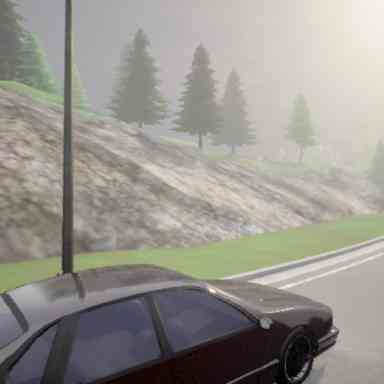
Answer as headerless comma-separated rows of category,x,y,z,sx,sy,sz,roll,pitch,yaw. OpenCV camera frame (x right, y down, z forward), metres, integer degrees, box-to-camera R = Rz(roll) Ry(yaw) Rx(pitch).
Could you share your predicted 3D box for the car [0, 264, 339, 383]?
car,-0.620,1.557,3.542,5.357,1.411,2.033,0,0,-38
